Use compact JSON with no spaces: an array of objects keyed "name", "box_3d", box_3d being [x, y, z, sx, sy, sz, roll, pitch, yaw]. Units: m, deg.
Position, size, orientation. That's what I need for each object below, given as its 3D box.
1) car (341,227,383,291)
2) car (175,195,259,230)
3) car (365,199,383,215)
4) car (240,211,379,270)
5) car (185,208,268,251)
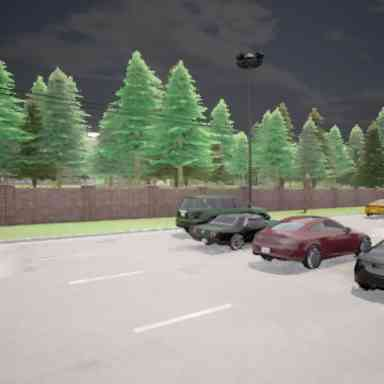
[{"name":"car","box_3d":[5.648,1.536,7.776,4.181,1.385,1.994,0,0,-35]},{"name":"car","box_3d":[1.739,1.185,17.884,5.566,2.045,2.150,0,0,-36]},{"name":"car","box_3d":[16.897,1.383,28.697,5.008,1.535,1.882,0,0,-36]},{"name":"car","box_3d":[3.983,1.496,10.903,4.674,1.442,1.812,0,0,-36]},{"name":"car","box_3d":[2.285,1.571,13.975,4.718,1.301,1.895,0,0,-36]}]
